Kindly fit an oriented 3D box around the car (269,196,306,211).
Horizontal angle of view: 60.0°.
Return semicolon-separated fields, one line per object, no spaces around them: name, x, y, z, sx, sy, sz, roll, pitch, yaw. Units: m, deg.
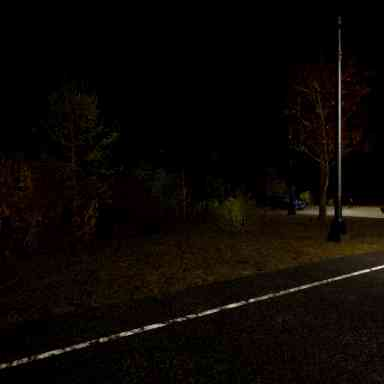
car;13.383;1.585;46.852;2.150;2.045;5.566;-2;0;-31

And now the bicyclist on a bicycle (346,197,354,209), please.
bicyclist on a bicycle;22.255;1.579;46.806;1.656;1.620;0.582;0;0;-31

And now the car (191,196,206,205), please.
car;1.329;1.878;67.355;2.150;2.045;5.566;-2;0;-30

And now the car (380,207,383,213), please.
car;21.560;1.771;33.085;1.895;1.301;4.718;-2;0;-31
